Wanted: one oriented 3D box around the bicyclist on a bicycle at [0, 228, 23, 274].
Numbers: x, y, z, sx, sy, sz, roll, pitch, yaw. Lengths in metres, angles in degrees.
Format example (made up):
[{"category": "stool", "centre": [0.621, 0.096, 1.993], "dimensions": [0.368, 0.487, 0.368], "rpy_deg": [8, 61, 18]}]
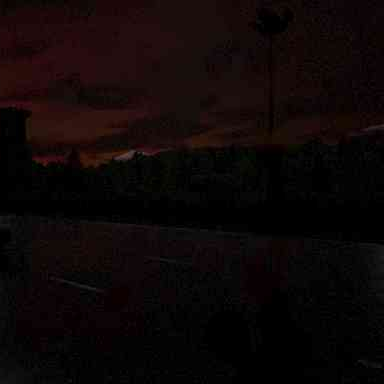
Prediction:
[{"category": "bicyclist on a bicycle", "centre": [-5.245, 1.455, 8.680], "dimensions": [0.582, 1.620, 1.656], "rpy_deg": [0, 2, 36]}]
